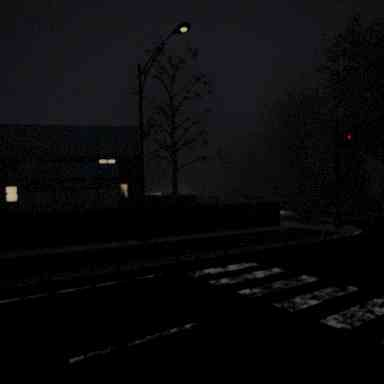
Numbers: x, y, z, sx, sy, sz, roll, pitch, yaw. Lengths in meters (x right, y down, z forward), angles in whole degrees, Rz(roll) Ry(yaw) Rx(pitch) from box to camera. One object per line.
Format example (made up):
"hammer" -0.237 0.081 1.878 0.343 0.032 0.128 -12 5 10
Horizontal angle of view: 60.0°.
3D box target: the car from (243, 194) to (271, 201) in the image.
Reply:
"car" 7.136 1.042 36.630 2.097 1.767 4.553 -2 1 -15

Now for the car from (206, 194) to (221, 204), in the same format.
"car" 2.929 1.076 52.494 2.033 1.411 5.357 -2 1 -15
